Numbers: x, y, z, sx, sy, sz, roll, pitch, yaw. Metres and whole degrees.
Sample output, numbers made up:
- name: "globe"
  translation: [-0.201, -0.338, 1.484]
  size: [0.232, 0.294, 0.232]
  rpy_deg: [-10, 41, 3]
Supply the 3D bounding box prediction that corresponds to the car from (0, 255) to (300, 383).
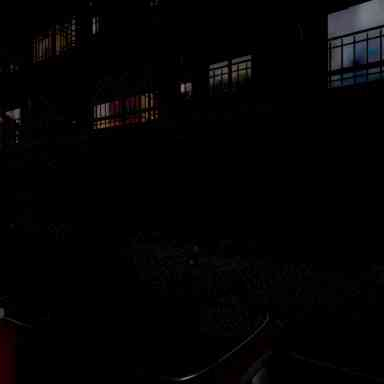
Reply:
- name: "car"
  translation: [-1.070, 1.440, 3.630]
  size: [4.097, 1.590, 1.967]
  rpy_deg: [0, 0, 35]
